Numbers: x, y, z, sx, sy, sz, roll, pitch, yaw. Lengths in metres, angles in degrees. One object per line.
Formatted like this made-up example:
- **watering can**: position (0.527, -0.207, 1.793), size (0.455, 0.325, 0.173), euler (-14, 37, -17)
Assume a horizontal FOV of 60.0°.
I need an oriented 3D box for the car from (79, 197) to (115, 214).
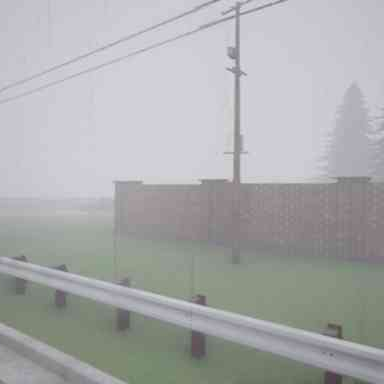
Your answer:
- **car**: position (-8.664, 1.309, 33.300), size (5.008, 1.535, 1.882), euler (0, 0, -29)
